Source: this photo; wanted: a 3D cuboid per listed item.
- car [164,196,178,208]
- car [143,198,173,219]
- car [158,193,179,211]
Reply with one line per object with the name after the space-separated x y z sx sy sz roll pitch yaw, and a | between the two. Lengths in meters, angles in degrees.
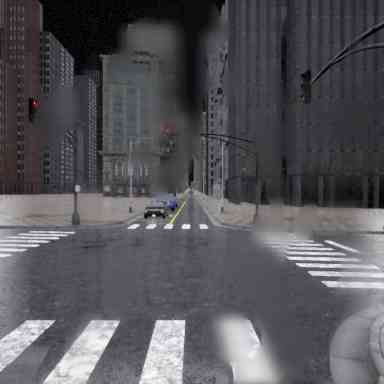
-3.107 1.479 50.531 1.882 1.535 5.008 0 0 0 | car
-3.112 1.548 29.833 2.033 1.411 5.357 0 0 0 | car
-3.113 1.222 40.084 2.150 2.045 5.566 0 0 0 | car
